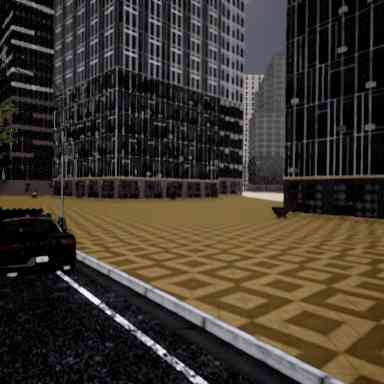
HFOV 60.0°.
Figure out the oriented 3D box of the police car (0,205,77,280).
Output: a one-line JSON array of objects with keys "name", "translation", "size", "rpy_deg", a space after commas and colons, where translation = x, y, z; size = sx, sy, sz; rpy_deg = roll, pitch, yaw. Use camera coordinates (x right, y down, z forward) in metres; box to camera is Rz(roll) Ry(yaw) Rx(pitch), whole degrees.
[{"name": "police car", "translation": [-4.946, 1.285, 9.610], "size": [1.930, 1.638, 5.238], "rpy_deg": [0, 1, -37]}]
